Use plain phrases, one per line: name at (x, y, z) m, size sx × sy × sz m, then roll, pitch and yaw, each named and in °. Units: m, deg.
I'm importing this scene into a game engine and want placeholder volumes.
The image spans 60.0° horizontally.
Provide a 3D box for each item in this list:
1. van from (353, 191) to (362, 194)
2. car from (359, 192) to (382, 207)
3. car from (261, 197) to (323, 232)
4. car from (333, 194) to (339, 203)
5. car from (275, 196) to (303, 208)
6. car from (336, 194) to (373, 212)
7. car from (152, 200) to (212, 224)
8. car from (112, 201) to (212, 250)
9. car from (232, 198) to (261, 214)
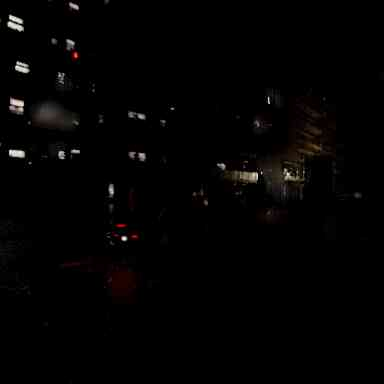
van at (38.777, 0.675, 77.820) m, size 1.690 × 1.788 × 3.998 m, roll 0°, pitch 0°, yaw 36°
car at (22.204, 1.054, 40.837) m, size 1.887 × 1.381 × 4.507 m, roll 0°, pitch 0°, yaw 36°
car at (5.618, 1.167, 17.883) m, size 1.967 × 1.590 × 4.097 m, roll 0°, pitch 0°, yaw 36°
car at (22.100, 0.850, 54.928) m, size 2.192 × 1.841 × 5.009 m, roll 0°, pitch 0°, yaw 36°
car at (12.096, 1.229, 41.194) m, size 1.947 × 1.339 × 4.313 m, roll 0°, pitch 0°, yaw 36°
car at (15.534, 1.162, 31.681) m, size 1.947 × 1.339 × 4.313 m, roll 0°, pitch 0°, yaw 36°
car at (-0.597, 1.374, 23.925) m, size 1.887 × 1.381 × 4.507 m, roll 0°, pitch 0°, yaw 36°
car at (-0.991, 1.322, 13.429) m, size 1.837 × 1.490 × 4.892 m, roll -3°, pitch -1°, yaw 34°
car at (5.425, 1.301, 32.037) m, size 2.008 × 1.369 × 4.403 m, roll 0°, pitch 0°, yaw 36°
